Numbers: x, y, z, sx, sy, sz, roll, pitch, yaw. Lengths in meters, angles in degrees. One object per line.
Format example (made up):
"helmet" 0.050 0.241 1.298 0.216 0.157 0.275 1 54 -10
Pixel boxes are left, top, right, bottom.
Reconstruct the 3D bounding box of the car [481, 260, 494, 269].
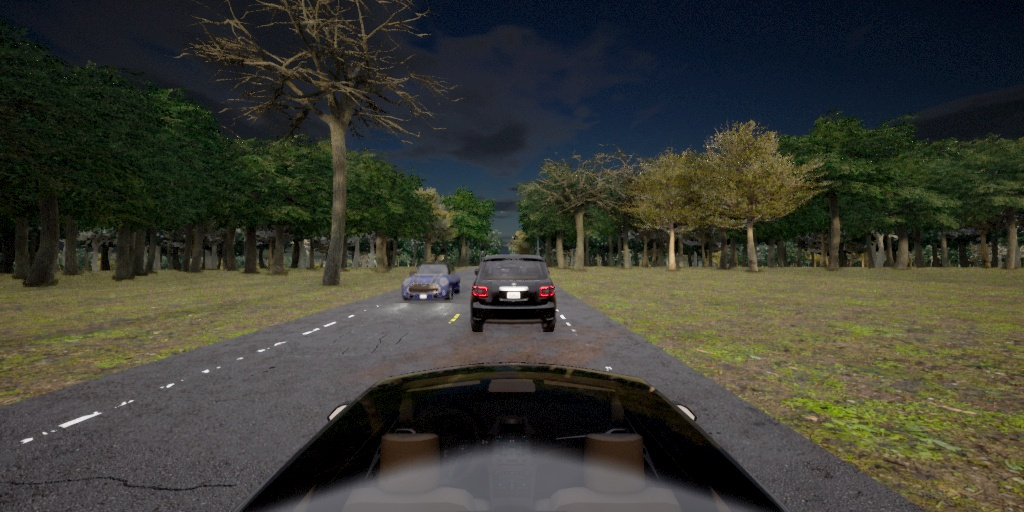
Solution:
"car" -4.047 1.428 60.571 1.882 1.535 5.008 0 -1 -1

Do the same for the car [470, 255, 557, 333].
"car" 0.016 0.978 10.851 2.150 2.045 5.566 0 0 0

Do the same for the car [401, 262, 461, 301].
"car" -3.745 1.109 17.304 2.097 1.767 4.553 0 0 -1
